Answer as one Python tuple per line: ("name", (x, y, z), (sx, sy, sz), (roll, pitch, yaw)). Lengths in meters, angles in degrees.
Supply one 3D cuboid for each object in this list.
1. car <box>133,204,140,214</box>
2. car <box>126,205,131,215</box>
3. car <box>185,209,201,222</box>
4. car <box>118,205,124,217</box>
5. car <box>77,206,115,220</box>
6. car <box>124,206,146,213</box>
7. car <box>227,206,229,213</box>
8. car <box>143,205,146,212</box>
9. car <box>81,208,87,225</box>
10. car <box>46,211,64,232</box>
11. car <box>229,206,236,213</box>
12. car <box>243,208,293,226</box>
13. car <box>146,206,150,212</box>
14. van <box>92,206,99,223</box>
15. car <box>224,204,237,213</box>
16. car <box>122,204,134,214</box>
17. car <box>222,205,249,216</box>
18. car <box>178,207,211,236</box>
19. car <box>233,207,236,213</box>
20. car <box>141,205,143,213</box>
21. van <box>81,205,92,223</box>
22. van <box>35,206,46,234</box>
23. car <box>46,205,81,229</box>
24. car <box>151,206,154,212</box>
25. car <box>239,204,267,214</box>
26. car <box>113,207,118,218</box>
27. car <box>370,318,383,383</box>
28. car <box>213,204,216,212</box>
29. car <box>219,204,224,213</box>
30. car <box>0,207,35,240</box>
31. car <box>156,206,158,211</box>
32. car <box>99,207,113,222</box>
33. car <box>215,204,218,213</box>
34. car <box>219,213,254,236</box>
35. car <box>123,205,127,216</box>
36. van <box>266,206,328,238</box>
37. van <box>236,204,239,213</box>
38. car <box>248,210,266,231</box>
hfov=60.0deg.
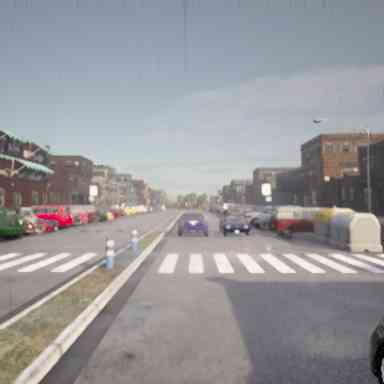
("car", (-13.032, 3.423, 61.850), (5.366, 1.575, 1.946), (0, -2, 0))
("car", (-12.866, 3.193, 53.392), (4.892, 1.521, 2.231), (0, -2, 0))
("car", (0.085, 2.872, 41.442), (1.882, 1.535, 5.008), (0, -2, 0))
("car", (-12.862, 3.042, 47.835), (5.008, 1.535, 2.097), (0, -2, 0))
("car", (-12.903, 2.840, 45.061), (4.553, 1.767, 2.185), (0, -2, 0))
("car", (-12.825, 3.964, 75.594), (4.674, 1.452, 2.002), (0, -2, 0))
("car", (7.808, 2.977, 44.994), (5.366, 1.575, 1.946), (0, -2, 0))
("car", (-13.021, 3.699, 70.047), (5.366, 1.575, 1.946), (0, -2, 0))
("car", (-12.894, 2.565, 31.287), (4.892, 1.521, 2.231), (0, -2, 0))
("car", (-12.895, 2.418, 25.735), (4.792, 1.488, 2.163), (0, -2, 0))
("car", (7.809, 2.900, 42.235), (5.366, 1.575, 1.946), (0, -2, 0))
("car", (7.658, 2.533, 33.970), (4.553, 1.767, 2.185), (0, -2, 0))
("car", (-12.802, 3.558, 72.833), (5.566, 2.045, 2.435), (0, -2, 0))
("van", (-13.002, 2.502, 36.728), (4.442, 1.987, 1.878), (0, -2, 0))
("car", (7.589, 3.007, 50.512), (4.553, 1.767, 2.185), (0, -2, 0))
("car", (-12.860, 3.270, 56.295), (5.008, 1.535, 2.097), (0, -2, 0))
("car", (7.648, 3.233, 58.779), (4.553, 1.767, 2.185), (0, -2, 0))
("car", (0.091, 2.240, 24.849), (2.097, 1.767, 4.553), (0, -2, 0))
("car", (7.622, 2.863, 39.479), (4.674, 1.452, 2.002), (0, -2, 0))
("car", (-12.836, 3.641, 67.273), (4.674, 1.452, 2.002), (0, -2, 0))
("van", (-13.011, 2.423, 34.076), (4.442, 1.987, 1.878), (0, -2, 0))
("van", (-12.818, 2.068, 22.838), (4.442, 1.987, 1.878), (0, -2, 0))
("car", (-12.940, 2.222, 28.396), (5.566, 2.045, 2.435), (0, -2, 0))
("car", (-12.820, 4.308, 84.045), (4.892, 1.521, 2.231), (0, -3, 0))
("car", (7.600, 2.322, 31.216), (5.566, 2.045, 2.435), (0, -2, 0))
("car", (-12.691, 2.890, 42.402), (5.366, 1.575, 1.946), (0, -2, 0))
("car", (3.101, 1.611, 2.145), (1.837, 1.490, 4.892), (0, -2, 0))
("car", (7.585, 3.367, 67.046), (5.566, 2.045, 2.435), (0, -2, 0))
("car", (7.591, 2.957, 53.271), (5.566, 2.045, 2.435), (0, -2, 0))
("car", (-12.976, 1.950, 20.064), (5.566, 2.045, 2.435), (0, -2, 0))
("car", (-12.773, 4.721, 92.248), (4.792, 1.488, 2.163), (0, -3, 0))
("car", (-12.850, 2.561, 39.627), (5.566, 2.045, 2.435), (0, -2, 0))
("car", (7.609, 3.523, 64.282), (5.008, 1.535, 2.097), (0, -2, 0))
("car", (3.091, 2.495, 25.003), (1.895, 1.301, 4.718), (0, -2, 0))
("car", (-12.893, 3.147, 50.613), (4.792, 1.488, 2.163), (0, -2, 0))
("van", (7.749, 2.084, 22.943), (4.442, 1.987, 1.878), (0, -2, 0))
("van", (7.509, 2.515, 36.729), (4.442, 1.987, 1.878), (0, -2, 0))
("car", (7.600, 2.517, 28.451), (4.792, 1.488, 2.163), (0, -2, 0))
